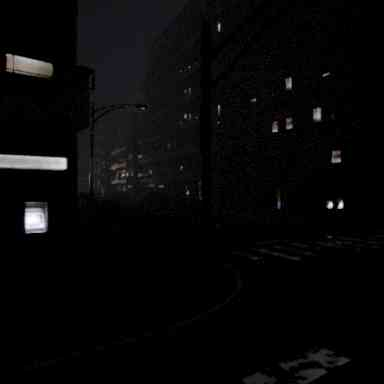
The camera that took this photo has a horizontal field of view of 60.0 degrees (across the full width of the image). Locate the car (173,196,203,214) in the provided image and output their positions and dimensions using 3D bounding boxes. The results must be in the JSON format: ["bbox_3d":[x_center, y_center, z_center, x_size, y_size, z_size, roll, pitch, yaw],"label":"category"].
[{"bbox_3d":[0.163,1.323,31.791,1.802,1.307,4.206,0,0,-28],"label":"car"}]

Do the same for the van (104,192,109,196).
[{"bbox_3d":[-14.167,0.765,60.121,1.690,1.788,3.998,0,0,-26],"label":"van"}]

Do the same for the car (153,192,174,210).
[{"bbox_3d":[-2.309,1.127,36.476,1.967,1.590,4.097,0,0,-27],"label":"car"}]

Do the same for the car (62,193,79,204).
[{"bbox_3d":[-18.572,0.962,50.861,1.967,1.590,4.097,0,0,-26],"label":"car"}]

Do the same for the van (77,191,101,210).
[{"bbox_3d":[-11.452,1.019,36.702,1.690,1.788,3.998,0,0,-27],"label":"van"}]

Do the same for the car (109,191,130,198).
[{"bbox_3d":[-11.814,0.790,55.390,2.192,1.841,5.009,0,0,-26],"label":"car"}]

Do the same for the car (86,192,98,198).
[{"bbox_3d":[-23.710,0.784,78.982,1.947,1.339,4.313,0,0,-26],"label":"car"}]

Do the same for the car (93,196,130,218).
[{"bbox_3d":[-6.566,1.329,27.357,1.887,1.381,4.507,0,0,-29],"label":"car"}]

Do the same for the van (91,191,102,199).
[{"bbox_3d":[-21.355,0.611,74.249,1.690,1.788,3.998,0,0,-26],"label":"van"}]

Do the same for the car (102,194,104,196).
[{"bbox_3d":[-16.521,0.917,64.853,1.887,1.381,4.507,0,0,-26],"label":"car"}]

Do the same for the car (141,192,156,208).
[{"bbox_3d":[-4.736,0.948,41.198,2.192,1.841,5.009,0,0,-27],"label":"car"}]
